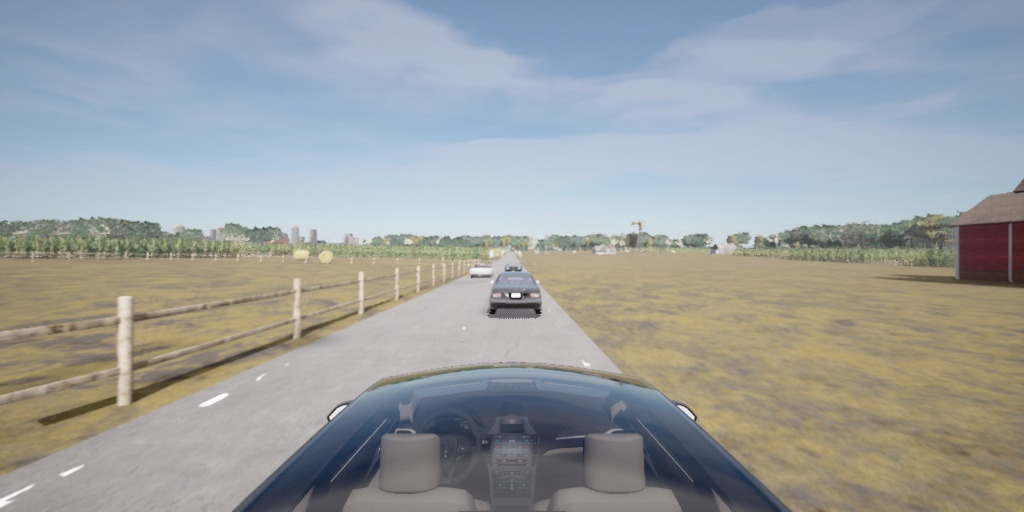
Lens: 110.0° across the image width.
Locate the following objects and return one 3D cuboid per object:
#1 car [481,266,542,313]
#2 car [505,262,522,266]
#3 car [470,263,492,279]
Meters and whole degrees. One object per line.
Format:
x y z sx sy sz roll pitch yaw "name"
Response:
0.125 1.297 13.914 2.033 1.411 5.357 0 0 0 "car"
0.176 1.305 39.639 1.895 1.301 4.718 0 0 0 "car"
-2.721 1.326 32.922 1.895 1.301 4.718 0 0 1 "car"
